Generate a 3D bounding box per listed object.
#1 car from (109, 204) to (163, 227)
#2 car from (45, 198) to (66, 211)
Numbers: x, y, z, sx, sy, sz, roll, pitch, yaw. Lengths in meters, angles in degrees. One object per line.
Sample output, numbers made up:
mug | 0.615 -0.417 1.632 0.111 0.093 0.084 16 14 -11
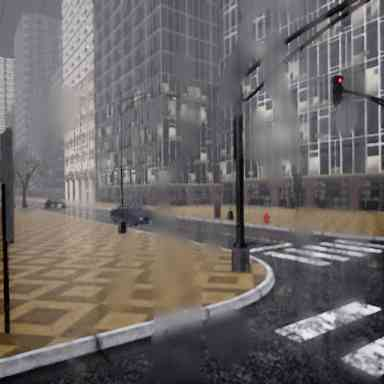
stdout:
car | -4.055 1.564 23.224 2.033 1.411 5.357 -1 1 -35
car | -17.501 1.536 42.499 2.128 1.511 4.902 -1 0 -35
